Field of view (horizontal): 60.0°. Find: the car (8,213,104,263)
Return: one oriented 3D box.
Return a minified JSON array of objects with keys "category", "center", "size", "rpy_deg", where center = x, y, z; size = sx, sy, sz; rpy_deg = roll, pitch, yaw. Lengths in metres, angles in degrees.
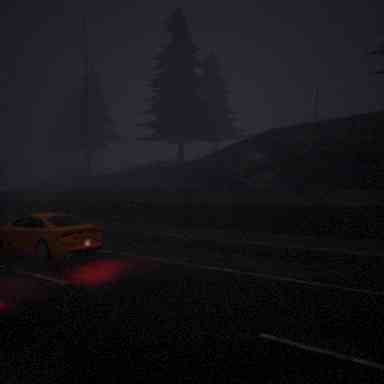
[{"category":"car","center":[-5.363,1.495,12.148],"size":[5.008,1.535,1.882],"rpy_deg":[0,0,36]}]

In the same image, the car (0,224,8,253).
[{"category":"car","center":[-7.402,1.495,9.304],"size":[5.008,1.535,1.882],"rpy_deg":[0,0,36]}]
